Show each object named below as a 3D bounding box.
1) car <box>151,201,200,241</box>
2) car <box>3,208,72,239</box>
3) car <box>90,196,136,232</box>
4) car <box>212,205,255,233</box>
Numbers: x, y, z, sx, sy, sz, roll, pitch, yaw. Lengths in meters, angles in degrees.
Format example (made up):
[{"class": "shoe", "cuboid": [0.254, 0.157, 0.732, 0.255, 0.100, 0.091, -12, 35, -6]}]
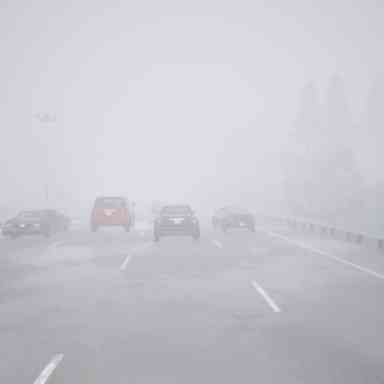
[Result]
[{"class": "car", "cuboid": [-0.844, 1.351, 16.817, 2.097, 1.767, 4.553, 0, 0, -5]}, {"class": "car", "cuboid": [-7.887, 1.561, 17.463, 2.033, 1.411, 5.357, 0, 0, -6]}, {"class": "car", "cuboid": [-4.688, 1.228, 20.208, 2.150, 2.045, 5.566, 0, 0, -6]}, {"class": "car", "cuboid": [2.388, 1.518, 19.755, 1.812, 1.442, 4.674, 0, 0, -6]}]
